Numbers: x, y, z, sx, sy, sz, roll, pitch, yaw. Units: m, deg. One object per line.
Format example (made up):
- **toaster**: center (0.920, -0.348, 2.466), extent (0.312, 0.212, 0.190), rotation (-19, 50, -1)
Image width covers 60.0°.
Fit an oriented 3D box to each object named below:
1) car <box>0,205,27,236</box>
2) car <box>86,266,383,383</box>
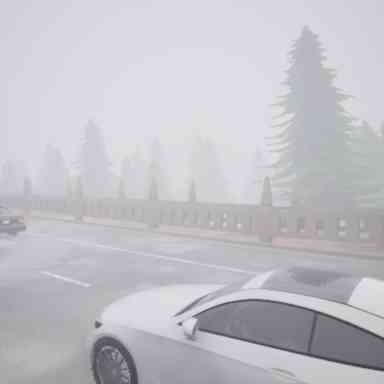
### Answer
- **car**: center (-9.665, 1.232, 15.190), extent (5.357, 1.411, 2.033), rotation (2, 1, 36)
- **car**: center (0.948, 1.520, 3.315), extent (4.674, 1.442, 1.812), rotation (0, 0, 36)
